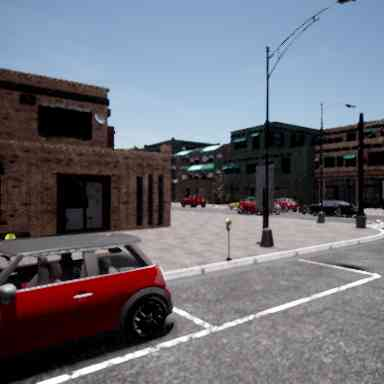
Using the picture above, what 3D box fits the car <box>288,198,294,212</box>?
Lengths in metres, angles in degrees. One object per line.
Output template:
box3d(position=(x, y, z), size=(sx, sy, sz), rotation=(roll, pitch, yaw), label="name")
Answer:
box3d(position=(9.805, 1.411, 37.240), size=(1.967, 1.590, 4.097), rotation=(0, 0, -35), label="car")

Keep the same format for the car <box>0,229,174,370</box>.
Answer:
box3d(position=(-2.382, 1.432, 4.845), size=(4.097, 1.590, 1.967), rotation=(-1, 1, -35), label="car")

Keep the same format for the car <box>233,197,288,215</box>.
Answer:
box3d(position=(6.478, 1.272, 31.889), size=(2.097, 1.767, 4.553), rotation=(0, -1, -35), label="car")

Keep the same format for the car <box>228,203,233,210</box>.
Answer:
box3d(position=(6.544, 1.551, 41.937), size=(1.752, 1.417, 4.829), rotation=(0, 0, -35), label="car")

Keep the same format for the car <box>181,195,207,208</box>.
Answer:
box3d(position=(0.310, 1.443, 50.912), size=(2.192, 1.841, 5.009), rotation=(0, 0, -35), label="car")

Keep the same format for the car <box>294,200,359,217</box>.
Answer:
box3d(position=(12.168, 1.435, 29.508), size=(2.033, 1.411, 5.357), rotation=(0, -1, -36), label="car")

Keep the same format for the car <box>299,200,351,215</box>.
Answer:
box3d(position=(12.970, 1.485, 32.682), size=(1.947, 1.339, 4.313), rotation=(0, 0, -35), label="car")
